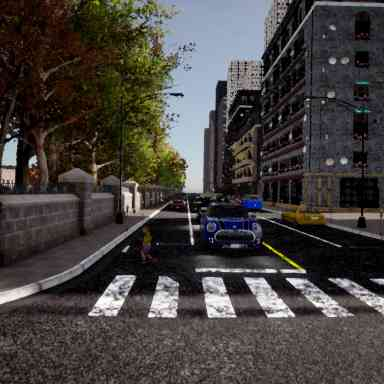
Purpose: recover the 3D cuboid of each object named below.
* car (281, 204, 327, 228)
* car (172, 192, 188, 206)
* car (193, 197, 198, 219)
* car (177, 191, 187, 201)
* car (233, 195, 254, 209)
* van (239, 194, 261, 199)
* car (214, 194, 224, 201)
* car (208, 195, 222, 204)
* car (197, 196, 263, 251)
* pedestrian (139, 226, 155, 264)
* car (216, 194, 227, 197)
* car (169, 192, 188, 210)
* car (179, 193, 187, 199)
[{"bbox_3d":[7.094,1.470,21.624,1.752,1.417,4.829,1,0,-1],"label":"car"},{"bbox_3d":[-1.739,0.952,48.999,2.192,1.841,5.009,1,0,-1],"label":"car"},{"bbox_3d":[1.266,1.353,23.595,1.812,1.442,4.674,1,0,-1],"label":"car"},{"bbox_3d":[-2.110,0.832,71.150,2.192,1.841,5.009,1,0,-1],"label":"car"},{"bbox_3d":[6.729,1.260,43.606,1.967,1.590,4.097,1,0,-1],"label":"car"},{"bbox_3d":[6.824,1.192,38.067,1.690,1.788,3.998,1,0,-1],"label":"van"},{"bbox_3d":[6.169,1.191,76.833,2.008,1.369,4.403,1,0,-1],"label":"car"},{"bbox_3d":[3.912,1.301,56.752,1.895,1.301,4.718,1,0,-1],"label":"car"},{"bbox_3d":[1.439,1.238,13.553,2.097,1.767,4.553,1,0,-1],"label":"car"},{"bbox_3d":[-1.260,1.532,9.570,0.500,1.100,0.500,1,0,-1],"label":"pedestrian"},{"bbox_3d":[4.082,1.107,46.709,2.097,1.767,4.553,1,0,0],"label":"car"},{"bbox_3d":[-1.556,1.138,37.924,1.967,1.590,4.097,1,0,-1],"label":"car"},{"bbox_3d":[-2.394,0.997,87.765,1.947,1.339,4.313,1,0,-1],"label":"car"}]
